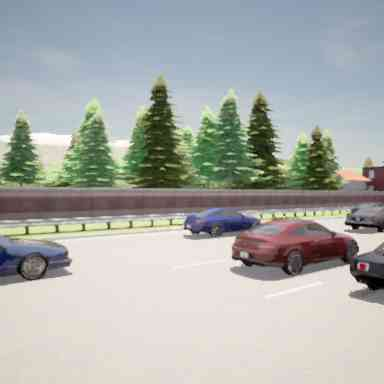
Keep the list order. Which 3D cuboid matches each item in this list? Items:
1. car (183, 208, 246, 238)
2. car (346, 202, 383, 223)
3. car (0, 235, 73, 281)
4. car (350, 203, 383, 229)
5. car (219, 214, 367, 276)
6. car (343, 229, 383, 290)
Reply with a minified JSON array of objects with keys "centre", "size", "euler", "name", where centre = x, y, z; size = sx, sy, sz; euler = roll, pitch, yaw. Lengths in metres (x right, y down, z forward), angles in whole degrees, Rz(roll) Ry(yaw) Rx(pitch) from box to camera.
[{"centre":[1.714,1.567,17.868],"size":[4.674,1.442,1.812],"euler":[0,0,-36],"name":"car"},{"centre":[14.711,1.624,27.140],"size":[4.674,1.442,1.812],"euler":[0,0,-36],"name":"car"},{"centre":[-5.862,1.547,8.166],"size":[5.357,1.411,2.033],"euler":[0,0,-35],"name":"car"},{"centre":[11.603,1.623,20.623],"size":[5.357,1.411,2.033],"euler":[0,0,-36],"name":"car"},{"centre":[3.295,1.556,10.396],"size":[4.674,1.442,1.812],"euler":[0,0,-35],"name":"car"},{"centre":[5.858,1.634,7.926],"size":[4.718,1.301,1.895],"euler":[0,0,-36],"name":"car"}]
